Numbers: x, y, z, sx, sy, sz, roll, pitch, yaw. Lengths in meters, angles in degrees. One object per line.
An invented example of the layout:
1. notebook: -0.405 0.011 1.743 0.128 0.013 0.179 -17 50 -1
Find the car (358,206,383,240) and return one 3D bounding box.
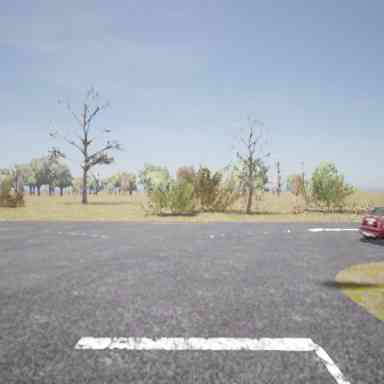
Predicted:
1. car: 10.155 1.403 15.031 4.553 1.767 2.097 0 0 -1
